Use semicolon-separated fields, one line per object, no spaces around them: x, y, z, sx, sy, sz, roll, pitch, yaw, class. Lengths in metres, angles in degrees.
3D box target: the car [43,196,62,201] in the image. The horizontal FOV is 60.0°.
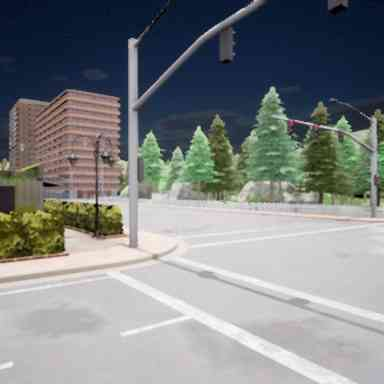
-17.125;1.580;41.763;1.895;1.301;4.718;0;0;-36;car
